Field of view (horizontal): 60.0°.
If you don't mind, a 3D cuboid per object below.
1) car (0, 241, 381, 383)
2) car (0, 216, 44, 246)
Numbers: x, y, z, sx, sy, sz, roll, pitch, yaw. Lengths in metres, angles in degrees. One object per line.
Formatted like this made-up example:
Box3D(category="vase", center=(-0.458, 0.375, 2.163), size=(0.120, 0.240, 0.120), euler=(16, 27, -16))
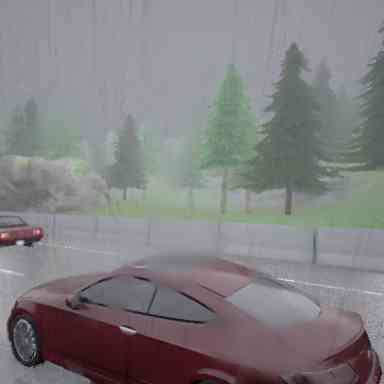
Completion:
Box3D(category="car", center=(-0.357, 1.523, 4.113), size=(4.674, 1.442, 1.812), euler=(0, 0, 34))
Box3D(category="car", center=(-8.285, 1.622, 13.751), size=(4.718, 1.301, 1.895), euler=(0, 0, 34))
